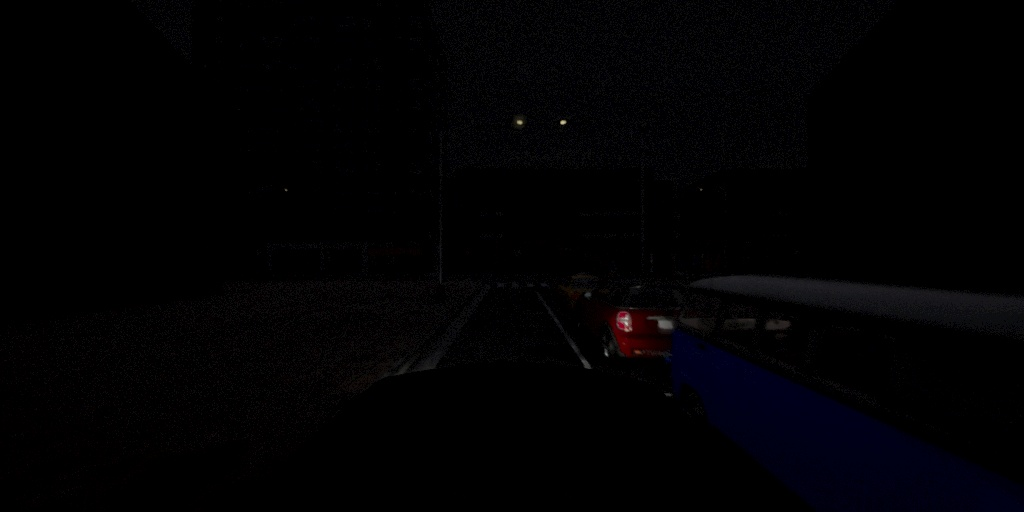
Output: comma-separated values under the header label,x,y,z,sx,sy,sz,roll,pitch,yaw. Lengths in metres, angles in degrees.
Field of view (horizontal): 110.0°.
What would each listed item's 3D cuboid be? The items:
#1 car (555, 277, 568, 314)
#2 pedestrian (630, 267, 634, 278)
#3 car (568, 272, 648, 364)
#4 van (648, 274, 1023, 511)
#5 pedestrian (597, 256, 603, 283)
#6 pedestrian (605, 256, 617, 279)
label,x,y,z,sx,sy,sz,roll,pitch,yaw
car,2.642,1.285,13.692,1.751,1.417,4.829,0,0,0
pedestrian,8.011,1.300,24.012,0.500,1.100,0.500,0,0,0
car,2.640,1.195,8.084,1.967,1.591,4.097,0,0,0
van,2.638,1.091,2.646,1.690,1.789,3.998,0,0,0
pedestrian,6.017,0.905,24.616,0.375,1.860,0.375,0,0,0
pedestrian,6.486,0.910,23.415,0.375,1.860,0.375,0,0,0
